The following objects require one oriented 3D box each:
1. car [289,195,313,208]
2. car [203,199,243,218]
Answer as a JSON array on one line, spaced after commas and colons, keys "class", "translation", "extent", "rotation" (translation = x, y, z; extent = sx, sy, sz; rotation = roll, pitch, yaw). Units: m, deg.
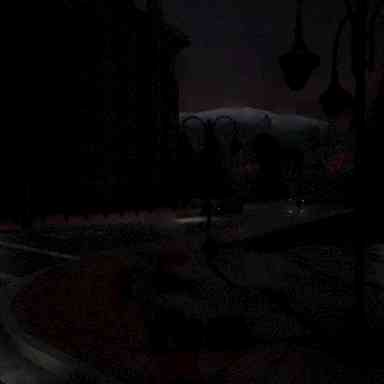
[{"class": "car", "translation": [15.327, 1.256, 46.771], "extent": [2.097, 1.767, 4.553], "rotation": [0, 0, 36]}, {"class": "car", "translation": [2.821, 1.395, 29.698], "extent": [2.128, 1.511, 4.902], "rotation": [0, 0, 36]}]
